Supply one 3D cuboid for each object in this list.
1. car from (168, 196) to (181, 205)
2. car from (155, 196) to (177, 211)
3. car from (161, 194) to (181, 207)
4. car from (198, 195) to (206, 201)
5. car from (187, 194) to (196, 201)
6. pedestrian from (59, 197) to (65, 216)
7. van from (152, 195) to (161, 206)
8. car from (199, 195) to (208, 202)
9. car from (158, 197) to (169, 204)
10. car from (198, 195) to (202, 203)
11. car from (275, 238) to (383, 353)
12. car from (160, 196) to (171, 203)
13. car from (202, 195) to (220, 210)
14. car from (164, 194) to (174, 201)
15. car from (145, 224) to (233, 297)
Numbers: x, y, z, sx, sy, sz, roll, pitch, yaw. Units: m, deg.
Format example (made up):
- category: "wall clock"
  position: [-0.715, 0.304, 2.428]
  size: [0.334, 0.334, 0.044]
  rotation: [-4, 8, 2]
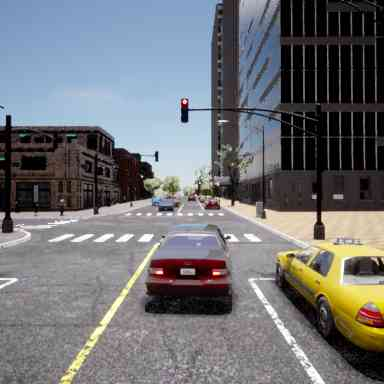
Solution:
- category: "car"
  position: [-3.112, 1.515, 61.360]
  size: [2.128, 1.511, 4.902]
  rotation: [0, 0, 0]
- category: "car"
  position: [-3.154, 1.562, 41.084]
  size: [2.033, 1.411, 5.357]
  rotation: [0, 0, -3]
- category: "car"
  position: [-3.133, 1.371, 50.983]
  size: [2.097, 1.767, 4.553]
  rotation: [0, 0, 0]
- category: "car"
  position: [2.635, 1.580, 88.382]
  size: [1.887, 1.381, 4.507]
  rotation: [1, 0, 0]
- category: "car"
  position: [-0.061, 1.387, 81.614]
  size: [2.097, 1.767, 4.553]
  rotation: [0, 0, 0]
- category: "pedestrian"
  position: [-12.569, 1.369, 32.087]
  size: [0.375, 1.860, 0.375]
  rotation: [0, 0, 1]
- category: "van"
  position: [-5.717, 1.362, 55.181]
  size: [1.690, 1.788, 3.998]
  rotation: [1, 0, 0]
- category: "car"
  position: [2.644, 1.556, 77.483]
  size: [1.752, 1.417, 4.829]
  rotation: [1, 0, 0]
- category: "car"
  position: [-5.729, 1.607, 66.249]
  size: [1.802, 1.307, 4.206]
  rotation: [1, 0, 0]
- category: "car"
  position: [2.648, 1.553, 71.948]
  size: [1.752, 1.417, 4.829]
  rotation: [1, 0, 0]
- category: "car"
  position: [2.834, 1.527, 6.326]
  size: [1.752, 1.417, 4.829]
  rotation: [1, 0, 0]
- category: "car"
  position: [-5.733, 1.594, 71.784]
  size: [1.947, 1.339, 4.313]
  rotation: [1, 0, 0]
- category: "car"
  position: [2.670, 1.456, 44.103]
  size: [1.967, 1.590, 4.097]
  rotation: [1, 0, 0]
- category: "car"
  position: [-5.737, 1.348, 82.852]
  size: [2.192, 1.841, 5.009]
  rotation: [1, 0, 0]
- category: "car"
  position: [0.068, 1.550, 8.775]
  size: [2.033, 1.411, 5.357]
  rotation: [0, 0, 3]
